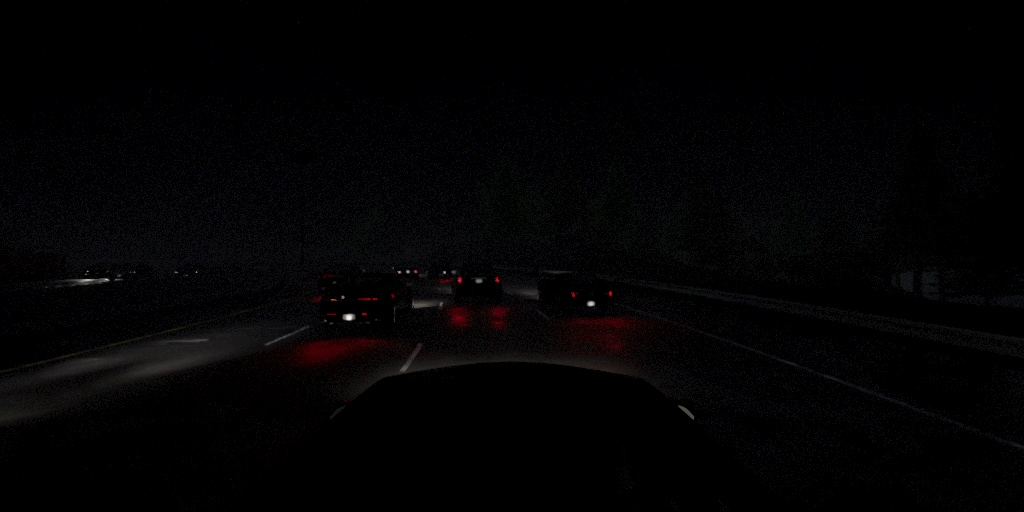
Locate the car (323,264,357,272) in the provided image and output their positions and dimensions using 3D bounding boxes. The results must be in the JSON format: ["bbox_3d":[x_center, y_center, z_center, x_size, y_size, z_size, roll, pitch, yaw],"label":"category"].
[{"bbox_3d":[-9.729,1.224,20.812,1.882,1.535,5.008,0,0,-14],"label":"car"}]

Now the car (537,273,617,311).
[{"bbox_3d":[2.339,1.310,14.252,1.895,1.301,4.718,0,0,-8],"label":"car"}]

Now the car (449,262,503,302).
[{"bbox_3d":[-1.790,1.073,17.175,2.097,1.767,4.553,0,0,-11],"label":"car"}]

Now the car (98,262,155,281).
[{"bbox_3d":[-32.693,1.315,30.874,2.128,1.511,4.902,0,0,-30],"label":"car"}]

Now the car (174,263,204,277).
[{"bbox_3d":[-30.735,1.353,34.624,2.033,1.411,5.357,0,0,-31],"label":"car"}]

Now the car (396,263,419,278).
[{"bbox_3d":[-8.913,1.268,29.967,2.033,1.411,5.357,0,0,-21],"label":"car"}]

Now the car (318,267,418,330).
[{"bbox_3d":[-4.325,1.251,11.237,1.837,1.490,4.892,0,0,-7],"label":"car"}]

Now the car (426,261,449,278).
[{"bbox_3d":[-6.934,1.207,34.120,1.837,1.490,4.892,0,0,-23],"label":"car"}]

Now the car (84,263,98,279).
[{"bbox_3d":[-39.072,1.350,34.461,1.837,1.490,4.892,0,0,-36],"label":"car"}]

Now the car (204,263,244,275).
[{"bbox_3d":[-25.378,1.352,31.982,1.994,1.385,4.181,0,0,-28],"label":"car"}]
